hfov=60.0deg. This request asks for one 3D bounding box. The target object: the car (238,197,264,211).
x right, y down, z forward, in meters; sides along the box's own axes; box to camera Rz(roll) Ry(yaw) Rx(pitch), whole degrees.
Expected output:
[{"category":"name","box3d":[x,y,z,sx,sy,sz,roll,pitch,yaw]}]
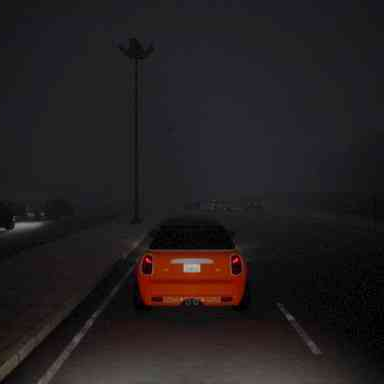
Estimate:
[{"category":"car","box3d":[7.081,1.314,39.248,2.097,1.767,4.553,0,0,0]}]

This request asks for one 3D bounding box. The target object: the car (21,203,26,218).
[{"category":"car","box3d":[-15.069,1.466,26.701,2.128,1.511,4.902,0,0,0]}]

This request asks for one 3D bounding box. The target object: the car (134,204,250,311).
[{"category":"car","box3d":[-0.001,1.344,7.919,2.097,1.767,4.553,0,0,0]}]

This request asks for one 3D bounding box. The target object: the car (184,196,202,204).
[{"category":"car","box3d":[0.078,1.454,38.824,2.128,1.511,4.902,0,0,0]}]

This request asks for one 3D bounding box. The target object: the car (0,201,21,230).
[{"category":"car","box3d":[-11.584,1.335,17.899,2.097,1.767,4.553,0,0,0]}]

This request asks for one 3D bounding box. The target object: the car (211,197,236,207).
[{"category":"car","box3d":[3.579,1.563,38.915,1.895,1.301,4.718,0,0,0]}]

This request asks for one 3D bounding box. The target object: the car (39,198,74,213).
[{"category":"car","box3d":[-14.988,1.469,37.022,1.837,1.490,4.892,0,0,1]}]

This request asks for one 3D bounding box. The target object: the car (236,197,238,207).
[{"category":"car","box3d":[7.146,1.500,49.200,2.033,1.411,5.357,0,0,0]}]

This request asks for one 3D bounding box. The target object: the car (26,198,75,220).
[{"category":"car","box3d":[-11.567,1.464,28.221,2.128,1.511,4.902,0,0,1]}]

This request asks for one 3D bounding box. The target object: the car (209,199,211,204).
[{"category":"car","box3d":[3.646,1.444,49.220,2.128,1.511,4.902,0,0,0]}]

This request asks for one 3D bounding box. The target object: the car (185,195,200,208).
[{"category":"car","box3d":[0.146,1.305,49.211,2.097,1.767,4.553,0,0,0]}]
